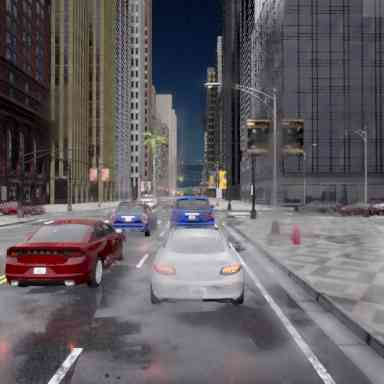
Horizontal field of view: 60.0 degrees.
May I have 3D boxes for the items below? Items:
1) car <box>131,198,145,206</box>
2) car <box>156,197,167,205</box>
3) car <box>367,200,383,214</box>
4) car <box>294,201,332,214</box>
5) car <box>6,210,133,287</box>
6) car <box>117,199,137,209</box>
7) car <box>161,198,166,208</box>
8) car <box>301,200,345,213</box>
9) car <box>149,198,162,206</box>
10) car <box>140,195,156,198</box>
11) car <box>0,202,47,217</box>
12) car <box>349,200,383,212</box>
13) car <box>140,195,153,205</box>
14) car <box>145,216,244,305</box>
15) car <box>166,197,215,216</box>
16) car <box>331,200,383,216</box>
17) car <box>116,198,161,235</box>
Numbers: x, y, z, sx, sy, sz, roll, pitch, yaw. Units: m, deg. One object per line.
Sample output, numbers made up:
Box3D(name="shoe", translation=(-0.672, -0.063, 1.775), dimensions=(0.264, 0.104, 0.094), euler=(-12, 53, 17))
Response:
Box3D(name="car", translation=(-9.798, 1.827, 60.765), dimensions=(1.812, 1.442, 4.674), euler=(0, 0, 1))
Box3D(name="car", translation=(-6.476, 1.902, 70.568), dimensions=(1.812, 1.442, 4.674), euler=(0, 0, 0))
Box3D(name="car", translation=(21.763, 1.568, 35.968), dimensions=(4.674, 1.442, 1.812), euler=(0, -1, -1))
Box3D(name="car", translation=(13.210, 1.635, 35.840), dimensions=(4.181, 1.385, 1.994), euler=(0, -1, -1))
Box3D(name="car", translation=(-3.149, 1.489, 9.373), dimensions=(1.882, 1.535, 5.008), euler=(0, 0, 0))
Box3D(name="car", translation=(-9.830, 1.778, 50.855), dimensions=(2.033, 1.411, 5.357), euler=(0, 0, 0))
Box3D(name="car", translation=(-3.218, 1.797, 51.212), dimensions=(1.994, 1.385, 4.181), euler=(0, 0, 1))
Box3D(name="car", translation=(15.197, 1.662, 38.624), dimensions=(4.313, 1.339, 1.947), euler=(0, 0, -1))
Box3D(name="car", translation=(-6.550, 1.805, 60.610), dimensions=(1.837, 1.490, 4.892), euler=(0, 0, 1))
Box3D(name="car", translation=(-6.582, 1.452, 50.898), dimensions=(2.150, 2.045, 5.566), euler=(0, 0, 0))
Box3D(name="car", translation=(-16.622, 1.675, 32.336), dimensions=(4.674, 1.442, 1.812), euler=(0, -1, -3))
Box3D(name="car", translation=(20.837, 1.643, 38.710), dimensions=(4.313, 1.339, 1.947), euler=(0, 0, -1))
Box3D(name="car", translation=(-9.726, 1.609, 71.339), dimensions=(2.150, 2.045, 5.566), euler=(0, 0, 0))
Box3D(name="car", translation=(0.102, 1.534, 8.003), dimensions=(1.812, 1.442, 4.674), euler=(0, 0, 0))
Box3D(name="car", translation=(0.032, 1.257, 17.705), dimensions=(2.150, 2.045, 5.566), euler=(0, 0, 1))
Box3D(name="car", translation=(15.325, 1.577, 30.101), dimensions=(4.206, 1.307, 1.802), euler=(0, 0, -1))
Box3D(name="car", translation=(-3.144, 1.391, 18.600), dimensions=(2.097, 1.767, 4.553), euler=(0, 0, 0))
